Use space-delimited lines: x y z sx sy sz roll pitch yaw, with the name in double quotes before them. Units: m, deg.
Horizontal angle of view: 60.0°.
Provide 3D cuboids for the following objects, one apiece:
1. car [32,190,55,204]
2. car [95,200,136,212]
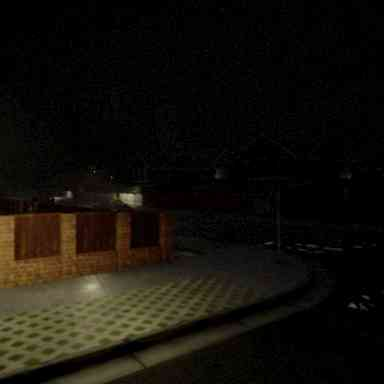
"car" -20.072 0.800 44.807 2.150 2.045 5.566 -2 1 -33
"car" -5.997 1.363 25.660 1.994 1.385 4.181 -2 2 -39
